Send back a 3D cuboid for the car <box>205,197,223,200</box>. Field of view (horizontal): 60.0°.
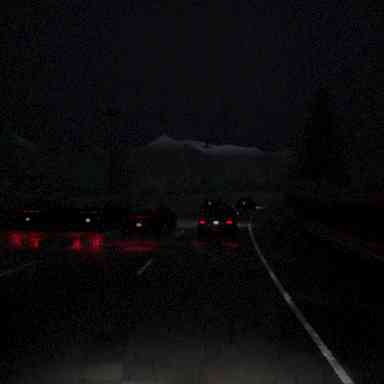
[{"bbox_3d":[2.484,1.200,37.962,1.994,1.385,4.181,0,1,17],"label":"car"}]

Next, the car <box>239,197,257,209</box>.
[{"bbox_3d":[6.288,1.208,38.430,1.994,1.385,4.181,0,1,17],"label":"car"}]

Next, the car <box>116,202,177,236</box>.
[{"bbox_3d":[-2.057,1.300,17.368,1.882,1.535,5.008,0,1,8],"label":"car"}]

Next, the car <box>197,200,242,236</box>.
[{"bbox_3d":[1.412,1.383,17.200,2.033,1.411,5.357,0,1,8],"label":"car"}]

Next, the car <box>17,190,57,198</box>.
[{"bbox_3d":[-20.877,0.702,46.058,2.150,2.045,5.566,0,1,17],"label":"car"}]

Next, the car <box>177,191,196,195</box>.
[{"bbox_3d":[-0.851,0.511,81.415,2.128,1.511,4.902,1,1,31],"label":"car"}]

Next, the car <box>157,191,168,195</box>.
[{"bbox_3d":[-6.778,0.464,85.140,2.033,1.411,5.357,1,1,31],"label":"car"}]

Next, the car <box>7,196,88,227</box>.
[{"bbox_3d":[-8.636,1.261,20.601,2.128,1.511,4.902,0,1,9],"label":"car"}]

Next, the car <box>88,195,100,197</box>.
[{"bbox_3d":[-13.782,1.112,45.257,1.895,1.301,4.718,0,1,18],"label":"car"}]

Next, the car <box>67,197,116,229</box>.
[{"bbox_3d":[-5.176,1.277,20.111,2.128,1.511,4.902,0,1,9],"label":"car"}]

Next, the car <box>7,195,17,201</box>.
[{"bbox_3d":[-24.031,0.960,47.544,1.837,1.490,4.892,0,1,18],"label":"car"}]

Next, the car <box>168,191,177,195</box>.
[{"bbox_3d":[-3.148,0.576,84.345,1.882,1.535,5.008,1,1,31],"label":"car"}]

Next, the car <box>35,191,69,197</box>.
[{"bbox_3d":[-17.819,0.988,44.041,1.882,1.535,5.008,0,1,17],"label":"car"}]
